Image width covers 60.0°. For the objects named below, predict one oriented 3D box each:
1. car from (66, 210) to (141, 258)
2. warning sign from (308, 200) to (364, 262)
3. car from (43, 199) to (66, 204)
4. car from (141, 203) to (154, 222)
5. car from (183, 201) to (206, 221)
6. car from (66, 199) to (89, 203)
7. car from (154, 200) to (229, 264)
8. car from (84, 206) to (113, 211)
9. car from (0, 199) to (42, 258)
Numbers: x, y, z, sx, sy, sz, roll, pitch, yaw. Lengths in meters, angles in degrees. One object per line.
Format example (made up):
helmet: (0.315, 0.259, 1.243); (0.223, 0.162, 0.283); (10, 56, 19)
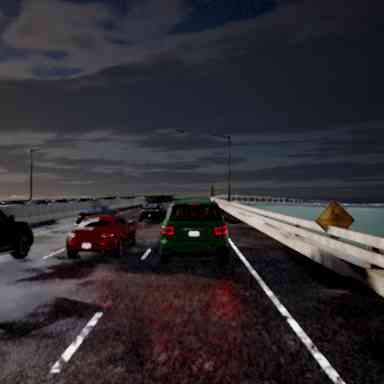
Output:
car: (-3.391, 1.610, 13.039); (1.812, 1.442, 4.674); (0, -1, 0)
warning sign: (4.558, 1.185, 10.646); (1.300, 1.860, 1.060); (-1, -1, 0)
car: (-20.578, 1.834, 51.288); (1.812, 1.442, 4.674); (0, 0, 1)
car: (-3.272, 1.669, 28.381); (2.128, 1.511, 4.902); (0, 0, 1)
car: (0.255, 1.663, 29.928); (1.882, 1.535, 5.008); (0, 0, 1)
car: (-17.083, 1.812, 51.198); (1.837, 1.490, 4.892); (0, 0, 1)
car: (0.099, 1.303, 12.317); (2.150, 2.045, 5.566); (0, 0, 1)
car: (-6.838, 1.702, 24.581); (2.033, 1.411, 5.357); (0, 0, 1)
car: (-6.932, 1.279, 9.931); (2.150, 2.045, 5.566); (0, -1, 1)
